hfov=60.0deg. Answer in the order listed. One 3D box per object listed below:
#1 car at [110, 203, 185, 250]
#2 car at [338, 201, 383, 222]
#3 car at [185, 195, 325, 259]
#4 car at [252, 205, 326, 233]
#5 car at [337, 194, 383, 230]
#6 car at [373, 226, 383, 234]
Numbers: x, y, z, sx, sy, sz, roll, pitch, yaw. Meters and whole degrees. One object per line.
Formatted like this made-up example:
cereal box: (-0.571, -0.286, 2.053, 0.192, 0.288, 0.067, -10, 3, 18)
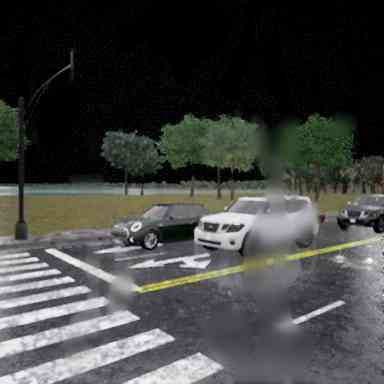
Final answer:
car: (-1.093, 1.272, 13.982, 4.553, 1.767, 2.097, 0, 0, -39)
car: (13.466, 1.448, 25.938, 4.674, 1.442, 1.812, 0, 0, -39)
car: (2.672, 1.166, 12.867, 5.566, 2.045, 2.150, 0, 0, -40)
car: (5.848, 1.522, 19.696, 4.718, 1.301, 1.895, 0, 0, -40)
car: (10.683, 1.168, 19.453, 5.566, 2.045, 2.150, 0, 0, -40)
car: (5.693, 1.486, 6.812, 4.902, 1.511, 2.128, 0, 0, -39)
